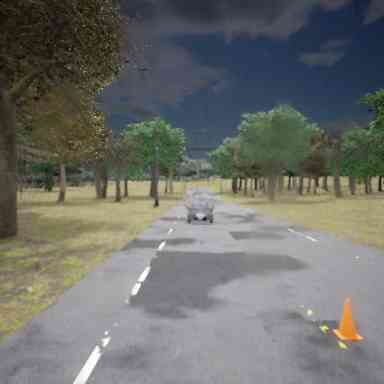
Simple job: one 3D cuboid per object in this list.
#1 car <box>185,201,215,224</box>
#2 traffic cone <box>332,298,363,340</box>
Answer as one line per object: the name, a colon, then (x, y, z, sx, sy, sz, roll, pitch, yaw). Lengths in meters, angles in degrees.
car: (0.588, 1.446, 24.623, 2.128, 1.511, 4.902, 0, 0, 0)
traffic cone: (2.454, 1.968, 5.259, 0.340, 0.580, 0.340, 0, 0, 0)
